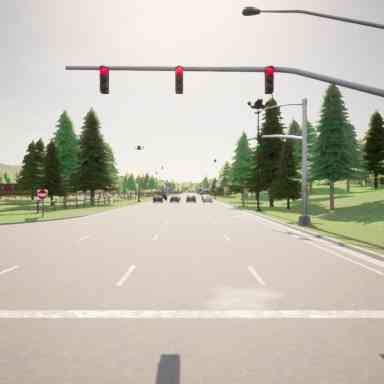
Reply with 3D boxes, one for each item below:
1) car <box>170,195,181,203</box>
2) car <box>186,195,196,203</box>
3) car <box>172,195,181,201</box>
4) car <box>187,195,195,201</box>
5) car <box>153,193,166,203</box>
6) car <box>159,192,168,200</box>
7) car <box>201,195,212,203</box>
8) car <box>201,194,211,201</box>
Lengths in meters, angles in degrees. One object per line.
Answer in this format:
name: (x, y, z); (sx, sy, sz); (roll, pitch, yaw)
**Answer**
car: (-3.663, 1.492, 70.358); (1.837, 1.490, 4.892); (0, 0, 0)
car: (-0.164, 1.346, 70.720); (2.097, 1.767, 4.553); (0, 0, 0)
car: (-3.687, 1.427, 80.808); (1.895, 1.301, 4.718); (0, 0, 0)
car: (-0.187, 1.385, 80.786); (1.994, 1.385, 4.181); (0, 0, 0)
car: (-7.163, 1.469, 70.350); (1.882, 1.535, 5.008); (0, 0, 0)
car: (-7.187, 1.057, 80.800); (2.150, 2.045, 5.566); (0, 0, 0)
car: (3.336, 1.516, 70.791); (1.812, 1.442, 4.674); (0, 0, 0)
car: (3.313, 1.357, 80.794); (2.128, 1.511, 4.902); (0, 0, 0)
